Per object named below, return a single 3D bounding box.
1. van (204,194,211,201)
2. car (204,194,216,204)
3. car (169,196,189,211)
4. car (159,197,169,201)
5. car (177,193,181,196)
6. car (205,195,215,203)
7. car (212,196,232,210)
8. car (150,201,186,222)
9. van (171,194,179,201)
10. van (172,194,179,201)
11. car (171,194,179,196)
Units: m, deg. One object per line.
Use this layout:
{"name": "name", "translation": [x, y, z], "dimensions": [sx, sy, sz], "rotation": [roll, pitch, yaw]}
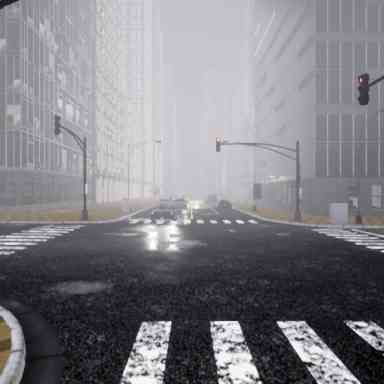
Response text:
{"name": "van", "translation": [3.716, 1.302, 80.457], "dimensions": [1.690, 1.788, 3.998], "rotation": [0, 0, 0]}
{"name": "car", "translation": [3.786, 1.298, 63.873], "dimensions": [2.192, 1.841, 5.009], "rotation": [0, 0, 0]}
{"name": "car", "translation": [-1.535, 1.529, 41.468], "dimensions": [1.812, 1.442, 4.674], "rotation": [0, 0, 0]}
{"name": "car", "translation": [-4.025, 1.582, 47.258], "dimensions": [1.802, 1.307, 4.206], "rotation": [0, 0, 0]}
{"name": "car", "translation": [-1.561, 1.460, 64.255], "dimensions": [1.882, 1.535, 5.008], "rotation": [0, 0, 0]}
{"name": "car", "translation": [3.762, 1.416, 69.402], "dimensions": [1.967, 1.590, 4.097], "rotation": [0, 0, 0]}
{"name": "car", "translation": [3.928, 1.569, 41.765], "dimensions": [1.947, 1.339, 4.313], "rotation": [0, 0, 0]}
{"name": "car", "translation": [-1.943, 1.614, 26.426], "dimensions": [1.895, 1.301, 4.718], "rotation": [0, 0, 7]}
{"name": "van", "translation": [-4.165, 1.302, 80.423], "dimensions": [1.690, 1.788, 3.998], "rotation": [0, 0, 0]}
{"name": "van", "translation": [-4.188, 1.295, 85.951], "dimensions": [1.690, 1.788, 3.998], "rotation": [0, 0, 0]}
{"name": "car", "translation": [-4.095, 1.549, 63.841], "dimensions": [1.947, 1.339, 4.313], "rotation": [0, 0, 0]}
